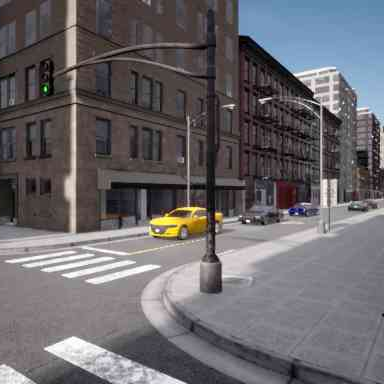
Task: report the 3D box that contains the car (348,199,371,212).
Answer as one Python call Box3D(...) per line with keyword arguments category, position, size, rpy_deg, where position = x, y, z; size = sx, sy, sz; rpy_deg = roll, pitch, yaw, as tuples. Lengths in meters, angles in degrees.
Box3D(category="car", position=(21.889, 1.853, 43.783), size=(1.994, 1.385, 4.181), rpy_deg=(0, 0, 35))

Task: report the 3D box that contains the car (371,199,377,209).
Box3D(category="car", position=(27.672, 1.844, 51.910), size=(1.837, 1.490, 4.892), rpy_deg=(0, 0, 36))

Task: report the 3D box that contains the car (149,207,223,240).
Box3D(category="car", position=(-0.198, 1.575, 17.882), size=(1.882, 1.535, 5.008), rpy_deg=(0, 0, 35))

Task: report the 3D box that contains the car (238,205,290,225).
Box3D(category="car", position=(5.542, 1.704, 25.941), size=(2.033, 1.411, 5.357), rpy_deg=(0, 0, 35))

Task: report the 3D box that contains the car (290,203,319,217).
Box3D(category="car", position=(11.528, 1.815, 34.321), size=(1.895, 1.301, 4.718), rpy_deg=(0, 0, 36))
